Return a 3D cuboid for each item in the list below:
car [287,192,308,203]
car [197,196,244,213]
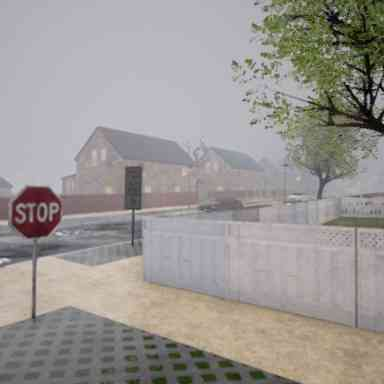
[{"bbox_3d":[14.519,0.742,45.610,1.812,1.442,4.674,2,2,35],"label":"car"},{"bbox_3d":[2.595,1.070,28.893,2.033,1.411,5.357,2,2,35],"label":"car"}]
